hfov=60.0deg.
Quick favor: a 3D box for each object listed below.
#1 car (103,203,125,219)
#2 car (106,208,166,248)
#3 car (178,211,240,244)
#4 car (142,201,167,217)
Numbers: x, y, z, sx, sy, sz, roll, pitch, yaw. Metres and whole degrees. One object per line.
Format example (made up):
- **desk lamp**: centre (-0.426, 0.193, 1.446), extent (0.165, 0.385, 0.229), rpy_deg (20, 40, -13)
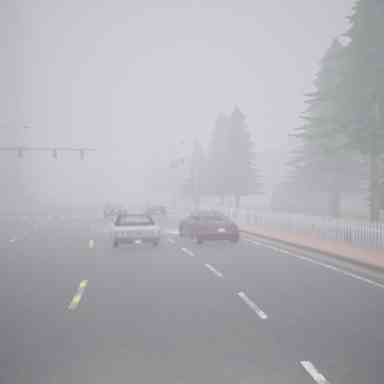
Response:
- **car**: centre (-6.858, 1.614, 29.323), extent (1.895, 1.301, 4.718), rpy_deg (0, 0, -16)
- **car**: centre (-2.683, 1.614, 14.915), extent (1.895, 1.301, 4.718), rpy_deg (0, 0, -16)
- **car**: centre (0.687, 1.571, 15.861), extent (1.994, 1.385, 4.181), rpy_deg (0, 0, -16)
- **car**: centre (-3.488, 1.531, 30.268), extent (1.812, 1.442, 4.674), rpy_deg (0, 0, -16)
